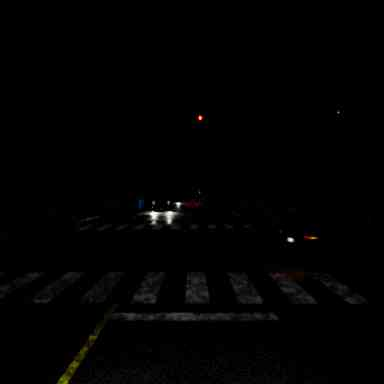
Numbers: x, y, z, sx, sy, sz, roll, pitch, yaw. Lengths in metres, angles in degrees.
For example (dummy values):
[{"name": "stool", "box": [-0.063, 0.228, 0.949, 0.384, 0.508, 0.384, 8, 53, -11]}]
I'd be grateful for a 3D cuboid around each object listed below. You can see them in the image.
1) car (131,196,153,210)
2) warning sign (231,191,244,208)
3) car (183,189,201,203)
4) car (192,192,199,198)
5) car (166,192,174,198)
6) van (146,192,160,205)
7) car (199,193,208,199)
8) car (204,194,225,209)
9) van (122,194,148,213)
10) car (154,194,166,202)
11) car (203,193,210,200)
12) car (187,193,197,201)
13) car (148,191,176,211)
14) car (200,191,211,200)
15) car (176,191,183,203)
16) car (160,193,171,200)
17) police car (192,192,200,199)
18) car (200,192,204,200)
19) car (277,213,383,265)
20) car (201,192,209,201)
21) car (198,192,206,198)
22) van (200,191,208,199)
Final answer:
[{"name": "car", "box": [-5.775, 1.237, 38.648, 1.887, 1.381, 4.507, 0, 0, 0]}, {"name": "warning sign", "box": [5.075, 0.818, 37.240, 1.300, 1.860, 1.060, 0, 1, 0]}, {"name": "car", "box": [0.052, 0.778, 56.975, 2.150, 2.045, 5.566, 0, 0, 0]}, {"name": "car", "box": [0.909, 0.743, 93.435, 1.801, 1.575, 5.366, 0, 0, 0]}, {"name": "car", "box": [-5.762, 0.852, 88.201, 1.752, 1.417, 4.829, 0, 0, 0]}, {"name": "van", "box": [-5.773, 0.951, 49.695, 1.690, 1.788, 3.998, 0, 0, 0]}, {"name": "car", "box": [2.775, 0.917, 82.831, 2.008, 1.369, 4.403, 0, 0, 0]}, {"name": "car", "box": [2.780, 1.237, 38.629, 1.887, 1.381, 4.507, 0, 0, 0]}, {"name": "van", "box": [-5.777, 1.076, 33.121, 1.690, 1.788, 3.998, 0, 0, 0]}, {"name": "car", "box": [-5.769, 1.111, 60.747, 1.802, 1.307, 4.206, 0, 0, 0]}, {"name": "car", "box": [2.780, 1.196, 44.154, 1.887, 1.381, 4.507, 0, 0, 0]}, {"name": "car", "box": [0.006, 0.992, 67.510, 1.837, 1.490, 4.892, 0, 0, 0]}, {"name": "car", "box": [-3.093, 1.070, 35.153, 2.097, 1.767, 4.553, 0, 1, 0]}, {"name": "car", "box": [2.775, 0.762, 71.779, 2.192, 1.841, 5.009, 0, 0, 0]}, {"name": "car", "box": [-3.035, 1.061, 57.176, 1.837, 1.490, 4.892, 0, 0, 1]}, {"name": "car", "box": [-5.766, 0.998, 71.796, 2.008, 1.369, 4.403, 0, 0, 0]}, {"name": "police car", "box": [0.907, 0.831, 77.356, 1.930, 1.638, 5.238, 0, 0, 0]}, {"name": "car", "box": [2.778, 1.093, 55.374, 1.752, 1.417, 4.829, 0, 0, 0]}, {"name": "car", "box": [4.952, 1.394, 11.151, 4.181, 1.385, 1.994, -2, 2, -22]}, {"name": "car", "box": [2.779, 1.155, 49.679, 1.887, 1.381, 4.507, 0, 0, 0]}, {"name": "car", "box": [2.773, 0.725, 93.881, 1.967, 1.590, 4.097, 0, 0, 0]}, {"name": "van", "box": [2.775, 0.748, 77.304, 1.690, 1.788, 3.998, 0, 0, 0]}]
